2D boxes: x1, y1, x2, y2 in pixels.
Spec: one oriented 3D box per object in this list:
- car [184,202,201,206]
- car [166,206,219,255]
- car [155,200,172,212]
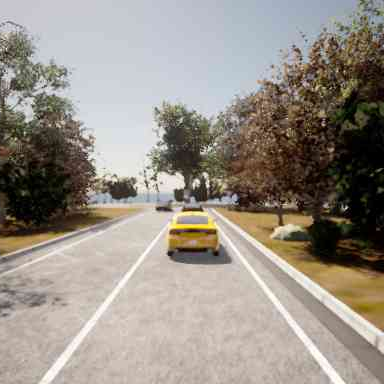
[{"bbox_3d":[0.045,1.638,28.695,1.882,1.535,5.008,0,0,0],"label":"car"},{"bbox_3d":[0.051,1.555,13.692,1.882,1.535,5.008,0,0,0],"label":"car"},{"bbox_3d":[-3.535,1.784,42.481,2.033,1.411,5.357,0,0,1],"label":"car"}]
